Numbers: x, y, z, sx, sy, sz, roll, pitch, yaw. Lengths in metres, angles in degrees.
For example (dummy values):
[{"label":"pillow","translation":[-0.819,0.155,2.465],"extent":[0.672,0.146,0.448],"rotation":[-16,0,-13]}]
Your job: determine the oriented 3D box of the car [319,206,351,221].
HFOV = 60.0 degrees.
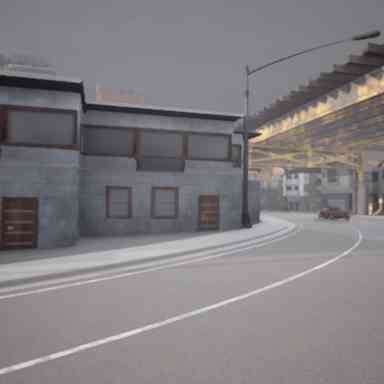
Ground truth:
[{"label":"car","translation":[15.398,2.310,36.127],"extent":[1.882,1.535,5.008],"rotation":[1,-2,1]}]
